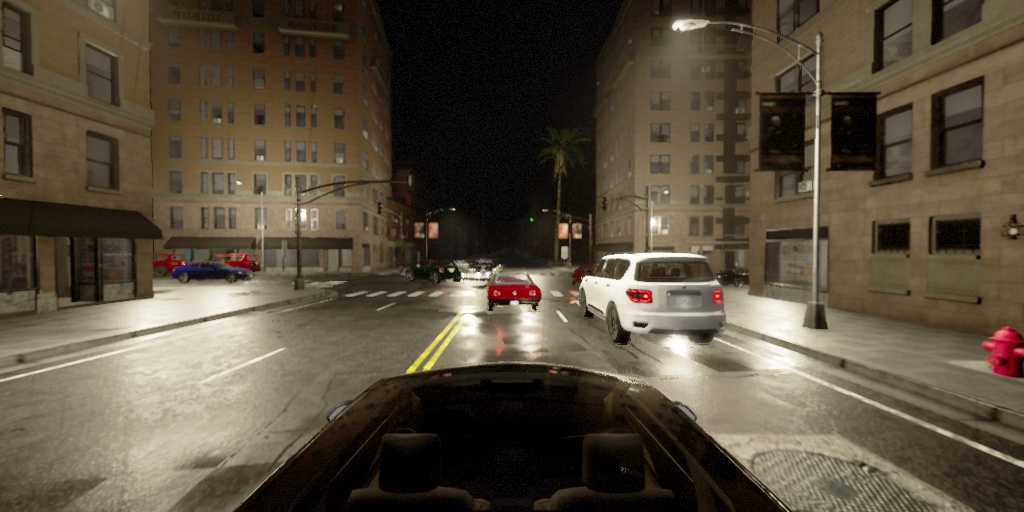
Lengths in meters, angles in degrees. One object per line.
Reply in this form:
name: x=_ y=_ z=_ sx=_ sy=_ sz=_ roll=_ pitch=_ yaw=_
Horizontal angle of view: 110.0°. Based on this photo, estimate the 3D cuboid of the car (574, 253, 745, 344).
car: x=3.334 y=0.947 z=9.649 sx=2.150 sy=2.045 sz=5.566 roll=0 pitch=0 yaw=0

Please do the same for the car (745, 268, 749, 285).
car: x=16.206 y=1.445 z=24.451 sx=4.313 sy=1.339 sz=1.948 roll=0 pitch=0 yaw=0

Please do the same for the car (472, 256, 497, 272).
car: x=-3.348 y=1.109 z=44.555 sx=2.128 sy=1.511 sz=4.902 roll=0 pitch=0 yaw=0

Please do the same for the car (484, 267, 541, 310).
car: x=-0.097 y=1.311 z=14.504 sx=1.895 sy=1.301 sz=4.718 roll=0 pitch=0 yaw=-5

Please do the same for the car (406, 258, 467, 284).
car: x=-5.842 y=1.018 z=26.382 sx=4.553 sy=1.767 sz=2.097 roll=1 pitch=1 yaw=41

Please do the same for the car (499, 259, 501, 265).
car: x=-3.267 y=1.058 z=63.341 sx=1.837 sy=1.490 sz=4.892 roll=0 pitch=0 yaw=0

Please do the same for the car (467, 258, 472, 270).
car: x=-6.597 y=1.218 z=44.846 sx=1.895 sy=1.301 sz=4.718 roll=0 pitch=0 yaw=3

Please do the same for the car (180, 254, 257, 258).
car: x=-23.897 y=0.754 z=29.941 sx=5.009 sy=1.841 sz=2.192 roll=0 pitch=0 yaw=-9

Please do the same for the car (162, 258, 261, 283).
car: x=-20.455 y=1.082 z=24.616 sx=4.674 sy=1.442 sz=1.812 roll=0 pitch=1 yaw=-9

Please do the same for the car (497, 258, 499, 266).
car: x=-3.335 y=1.065 z=53.945 sx=1.882 sy=1.535 sz=5.008 roll=0 pitch=0 yaw=0

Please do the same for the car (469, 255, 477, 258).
car: x=-6.581 y=1.065 z=54.093 sx=1.882 sy=1.535 sz=5.008 roll=0 pitch=0 yaw=0

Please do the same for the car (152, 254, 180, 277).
car: x=-29.343 y=0.714 z=29.118 sx=5.009 sy=1.841 sz=2.192 roll=0 pitch=0 yaw=-9
